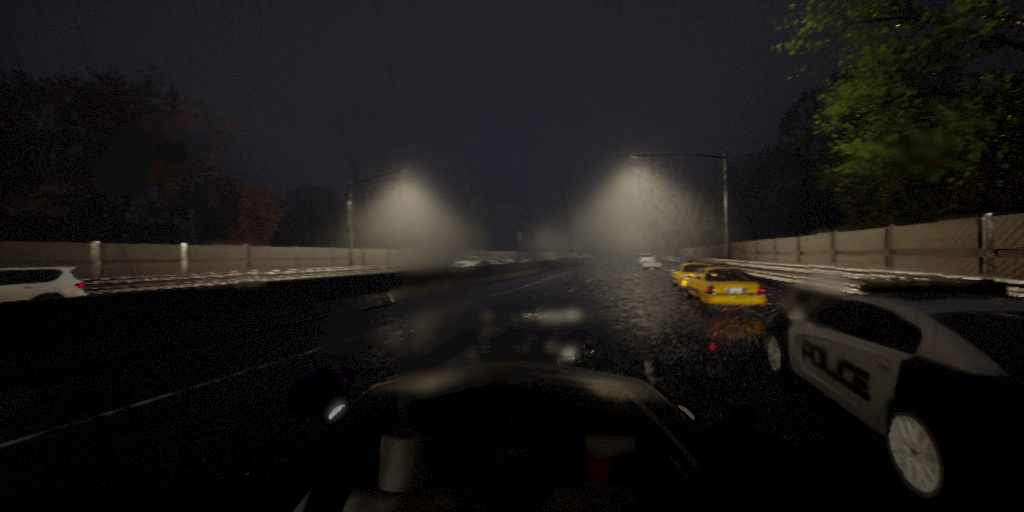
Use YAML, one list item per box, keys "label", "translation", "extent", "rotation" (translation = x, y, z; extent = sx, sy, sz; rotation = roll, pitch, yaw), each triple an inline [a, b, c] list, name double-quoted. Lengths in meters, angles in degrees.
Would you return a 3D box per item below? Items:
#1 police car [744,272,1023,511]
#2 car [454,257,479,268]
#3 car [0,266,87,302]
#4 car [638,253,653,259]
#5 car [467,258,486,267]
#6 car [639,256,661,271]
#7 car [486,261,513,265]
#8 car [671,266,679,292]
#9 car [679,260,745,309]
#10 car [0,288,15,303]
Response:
- label: "police car"
  translation: [4.567, 1.071, 4.030]
  extent: [1.930, 1.638, 5.238]
  rotation: [-1, 0, 19]
- label: "car"
  translation: [-6.288, 1.203, 52.028]
  extent: [2.150, 2.045, 5.566]
  rotation: [-1, 0, 19]
- label: "car"
  translation: [-19.516, 1.445, 12.861]
  extent: [2.150, 2.045, 5.566]
  rotation: [-1, 0, 19]
- label: "car"
  translation: [20.884, 0.581, 55.792]
  extent: [2.150, 2.045, 5.566]
  rotation: [-1, 0, 19]
- label: "car"
  translation: [-3.898, 1.444, 48.203]
  extent: [1.812, 1.442, 4.674]
  rotation: [-1, 0, 19]
- label: "car"
  translation: [15.973, 1.042, 41.140]
  extent: [1.895, 1.301, 4.718]
  rotation: [-1, 0, 19]
- label: "car"
  translation: [-1.020, 1.339, 45.795]
  extent: [2.128, 1.511, 4.902]
  rotation: [-1, 0, 19]
- label: "car"
  translation: [9.693, 1.005, 19.272]
  extent: [1.801, 1.575, 5.366]
  rotation: [-1, 0, 19]
- label: "car"
  translation: [7.781, 1.040, 13.585]
  extent: [1.801, 1.575, 5.366]
  rotation: [-1, 0, 19]
- label: "car"
  translation: [-17.075, 1.763, 9.122]
  extent: [1.895, 1.301, 4.718]
  rotation: [-1, 0, 19]
